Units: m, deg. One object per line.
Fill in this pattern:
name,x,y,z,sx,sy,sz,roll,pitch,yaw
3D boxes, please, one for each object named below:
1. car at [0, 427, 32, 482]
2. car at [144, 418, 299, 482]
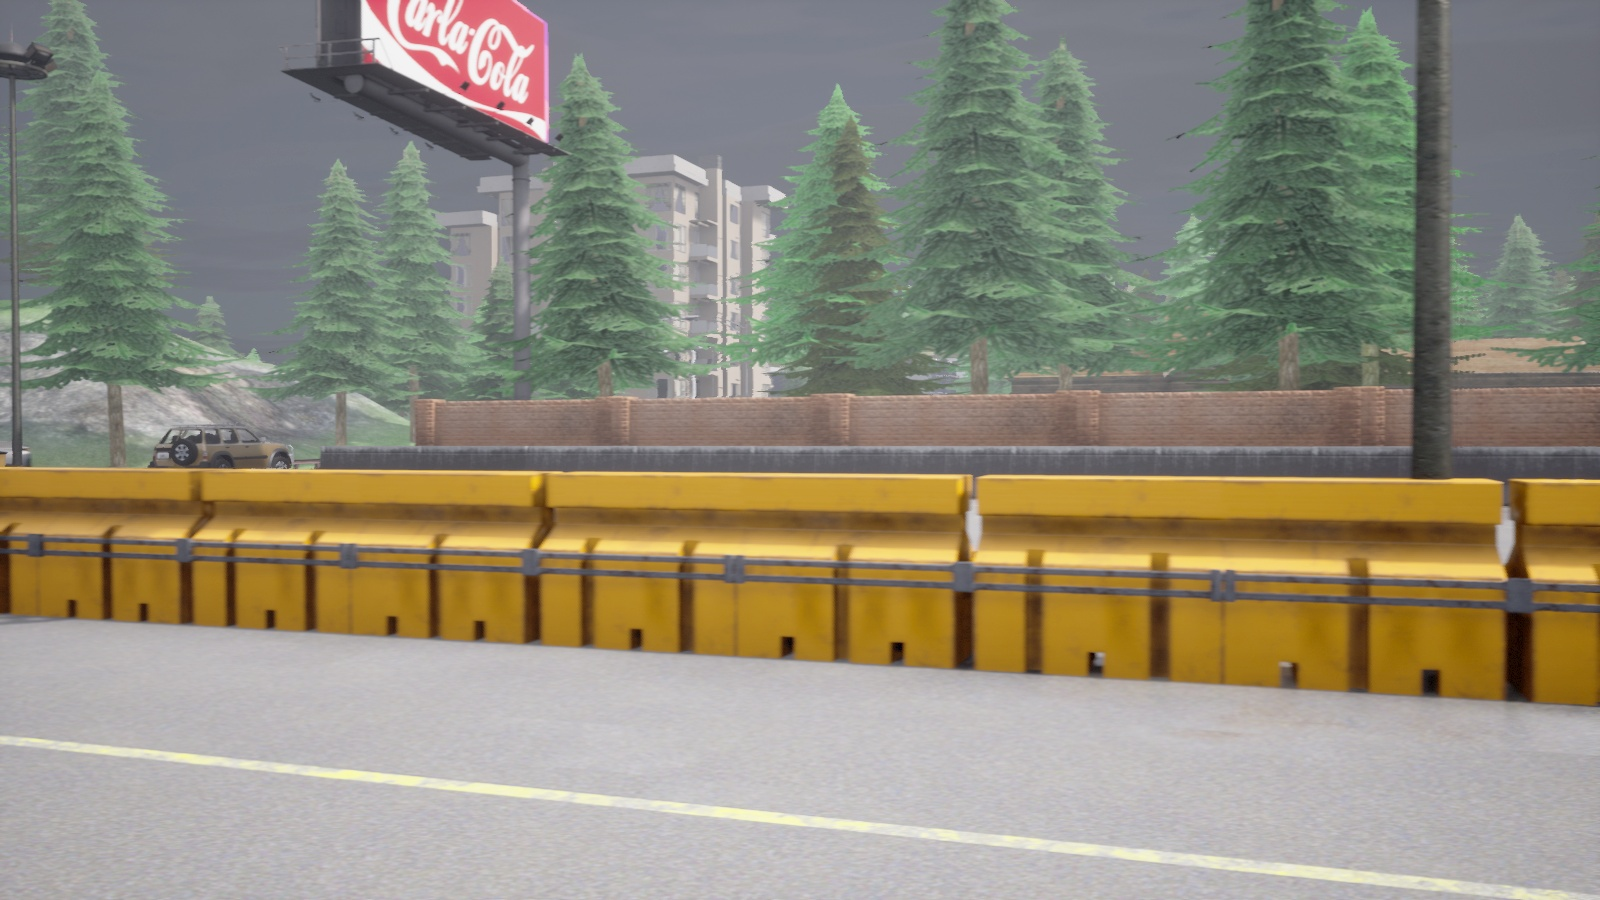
car,-24.297,0.119,35.170,4.514,1.525,2.007,-1,1,-39
car,-17.585,-0.050,38.463,1.932,1.855,4.605,0,1,12
